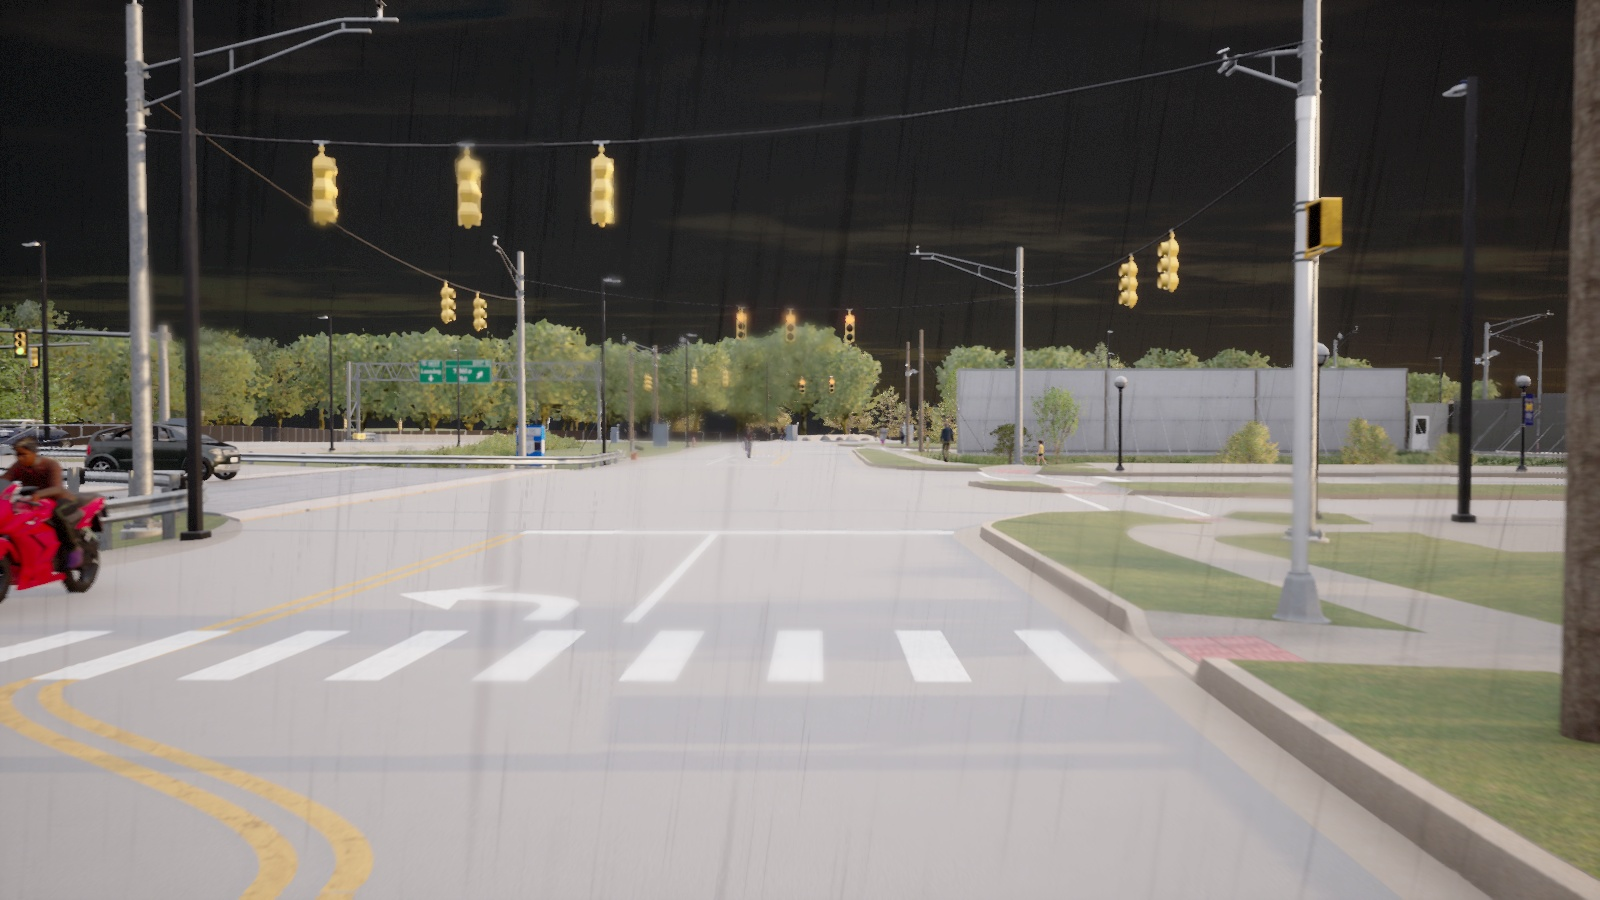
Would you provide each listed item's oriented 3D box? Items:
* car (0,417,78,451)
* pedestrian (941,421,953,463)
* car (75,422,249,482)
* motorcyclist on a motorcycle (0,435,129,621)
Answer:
[{"bbox_3d":[-34.041,-0.697,55.547,1.970,1.475,3.806,0,1,1],"label":"car"},{"bbox_3d":[6.544,-0.369,56.004,0.402,1.842,0.726,0,2,-5],"label":"pedestrian"},{"bbox_3d":[-16.891,0.049,33.373,3.705,1.549,1.789,0,1,1],"label":"car"},{"bbox_3d":[-6.956,0.631,11.235,0.797,1.523,2.044,0,1,0],"label":"motorcyclist on a motorcycle"}]
